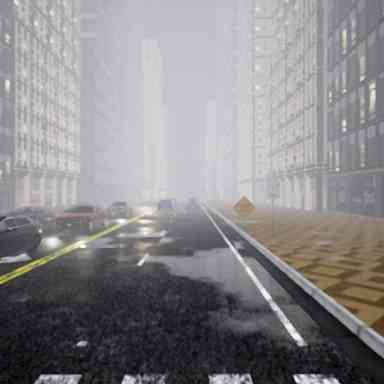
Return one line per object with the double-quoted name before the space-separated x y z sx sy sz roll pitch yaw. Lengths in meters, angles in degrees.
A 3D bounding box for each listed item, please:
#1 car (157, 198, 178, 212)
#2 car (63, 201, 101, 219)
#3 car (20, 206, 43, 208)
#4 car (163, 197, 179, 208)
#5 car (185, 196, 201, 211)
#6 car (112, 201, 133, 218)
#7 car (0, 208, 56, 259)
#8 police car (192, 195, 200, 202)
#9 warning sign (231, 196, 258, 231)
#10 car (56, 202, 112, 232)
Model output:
"car" -3.148 1.537 40.638 1.882 1.535 5.008 0 0 0
"car" -9.840 1.595 30.108 1.994 1.385 4.181 0 0 0
"car" -9.848 1.577 20.184 1.994 1.385 4.181 0 0 0
"car" -3.160 1.584 51.068 2.128 1.511 4.902 0 0 0
"car" 0.103 1.591 42.182 1.812 1.442 4.674 0 0 0
"car" -6.594 1.559 30.377 1.812 1.442 4.674 0 0 0
"car" -6.599 1.496 10.802 2.128 1.511 4.902 0 0 0
"police car" 0.974 1.675 88.352 1.930 1.638 5.238 0 0 0
"warning sign" 2.854 1.133 18.236 1.300 1.860 1.060 0 0 0
"car" -6.599 1.493 20.330 1.882 1.535 5.008 0 0 0
